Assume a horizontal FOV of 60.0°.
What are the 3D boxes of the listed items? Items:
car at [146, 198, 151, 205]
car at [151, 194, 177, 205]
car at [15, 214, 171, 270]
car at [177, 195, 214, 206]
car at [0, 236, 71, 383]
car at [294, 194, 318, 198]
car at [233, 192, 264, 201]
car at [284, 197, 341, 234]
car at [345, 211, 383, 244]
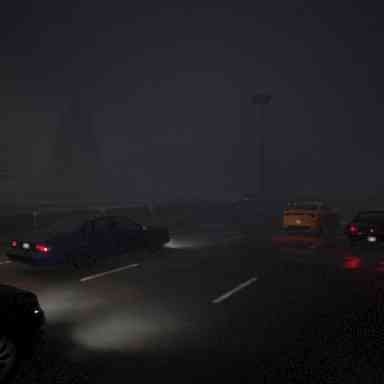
[{"bbox_3d":[-3.867,0.992,44.021,2.128,1.511,4.902,1,1,42],"label":"car"},{"bbox_3d":[-2.312,1.064,40.503,1.812,1.442,4.674,1,1,41],"label":"car"},{"bbox_3d":[-2.917,1.423,10.708,2.033,1.411,5.357,0,1,33],"label":"car"},{"bbox_3d":[0.714,1.126,38.644,1.994,1.385,4.181,1,1,42],"label":"car"},{"bbox_3d":[-3.672,1.469,2.770,1.837,1.490,4.892,0,1,30],"label":"car"},{"bbox_3d":[9.620,1.045,27.295,2.097,1.767,4.553,1,1,40],"label":"car"},{"bbox_3d":[6.894,0.898,40.191,2.097,1.767,4.553,1,1,43],"label":"car"},{"bbox_3d":[6.650,1.273,18.123,1.882,1.535,5.008,0,1,37],"label":"car"},{"bbox_3d":[8.021,1.442,14.159,1.895,1.301,4.718,0,1,36],"label":"car"}]
